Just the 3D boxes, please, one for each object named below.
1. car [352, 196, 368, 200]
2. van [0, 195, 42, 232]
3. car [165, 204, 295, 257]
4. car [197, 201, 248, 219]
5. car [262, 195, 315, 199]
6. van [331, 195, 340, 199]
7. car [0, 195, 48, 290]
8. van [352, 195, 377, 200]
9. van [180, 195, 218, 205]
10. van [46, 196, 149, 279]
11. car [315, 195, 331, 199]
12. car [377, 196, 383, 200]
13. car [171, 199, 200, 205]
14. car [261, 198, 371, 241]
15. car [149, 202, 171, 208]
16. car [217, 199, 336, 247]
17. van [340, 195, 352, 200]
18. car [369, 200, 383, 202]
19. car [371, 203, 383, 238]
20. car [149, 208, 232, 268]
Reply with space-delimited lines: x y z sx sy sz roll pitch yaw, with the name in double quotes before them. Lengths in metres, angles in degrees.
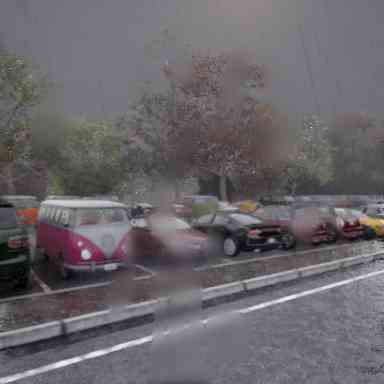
"car" 18.579 1.626 41.497 2.097 1.535 5.008 0 0 -35
"van" -10.830 1.214 20.715 1.878 1.987 4.442 0 0 -35
"car" 1.228 1.468 13.091 2.097 1.535 5.008 0 0 -35
"car" 2.677 1.565 30.183 2.002 1.452 4.674 0 0 -35
"car" 9.571 1.317 35.048 2.435 2.045 5.566 0 0 -35
"van" 14.136 1.371 38.187 1.878 1.987 4.442 0 0 -35
"car" -5.577 1.174 8.292 2.435 2.045 5.566 0 0 -35
"van" 20.916 1.417 43.020 1.878 1.987 4.442 1 0 -36
"van" 0.355 1.285 28.671 1.878 1.987 4.442 0 0 -35
"van" -3.231 1.214 9.783 1.878 1.987 4.442 0 0 -35
"car" 11.828 1.332 36.654 2.435 2.045 5.566 0 0 -35
"car" 23.078 1.693 44.726 2.163 1.488 4.792 1 0 -35
"car" -1.732 1.537 27.040 2.002 1.452 4.674 0 0 -35
"car" 5.768 1.371 16.288 2.185 1.767 4.553 0 0 -35
"car" -3.988 1.483 25.431 2.097 1.535 5.008 0 0 -35
"car" 3.506 1.357 14.679 2.185 1.767 4.553 0 0 -35
"van" 16.259 1.386 39.983 1.878 1.987 4.442 0 0 -35
"car" 12.532 1.541 21.146 2.231 1.521 4.892 0 0 -35
"car" 8.119 1.508 17.772 1.946 1.575 5.366 0 0 -35
"car" -1.039 1.494 11.488 2.002 1.452 4.674 0 0 -35
